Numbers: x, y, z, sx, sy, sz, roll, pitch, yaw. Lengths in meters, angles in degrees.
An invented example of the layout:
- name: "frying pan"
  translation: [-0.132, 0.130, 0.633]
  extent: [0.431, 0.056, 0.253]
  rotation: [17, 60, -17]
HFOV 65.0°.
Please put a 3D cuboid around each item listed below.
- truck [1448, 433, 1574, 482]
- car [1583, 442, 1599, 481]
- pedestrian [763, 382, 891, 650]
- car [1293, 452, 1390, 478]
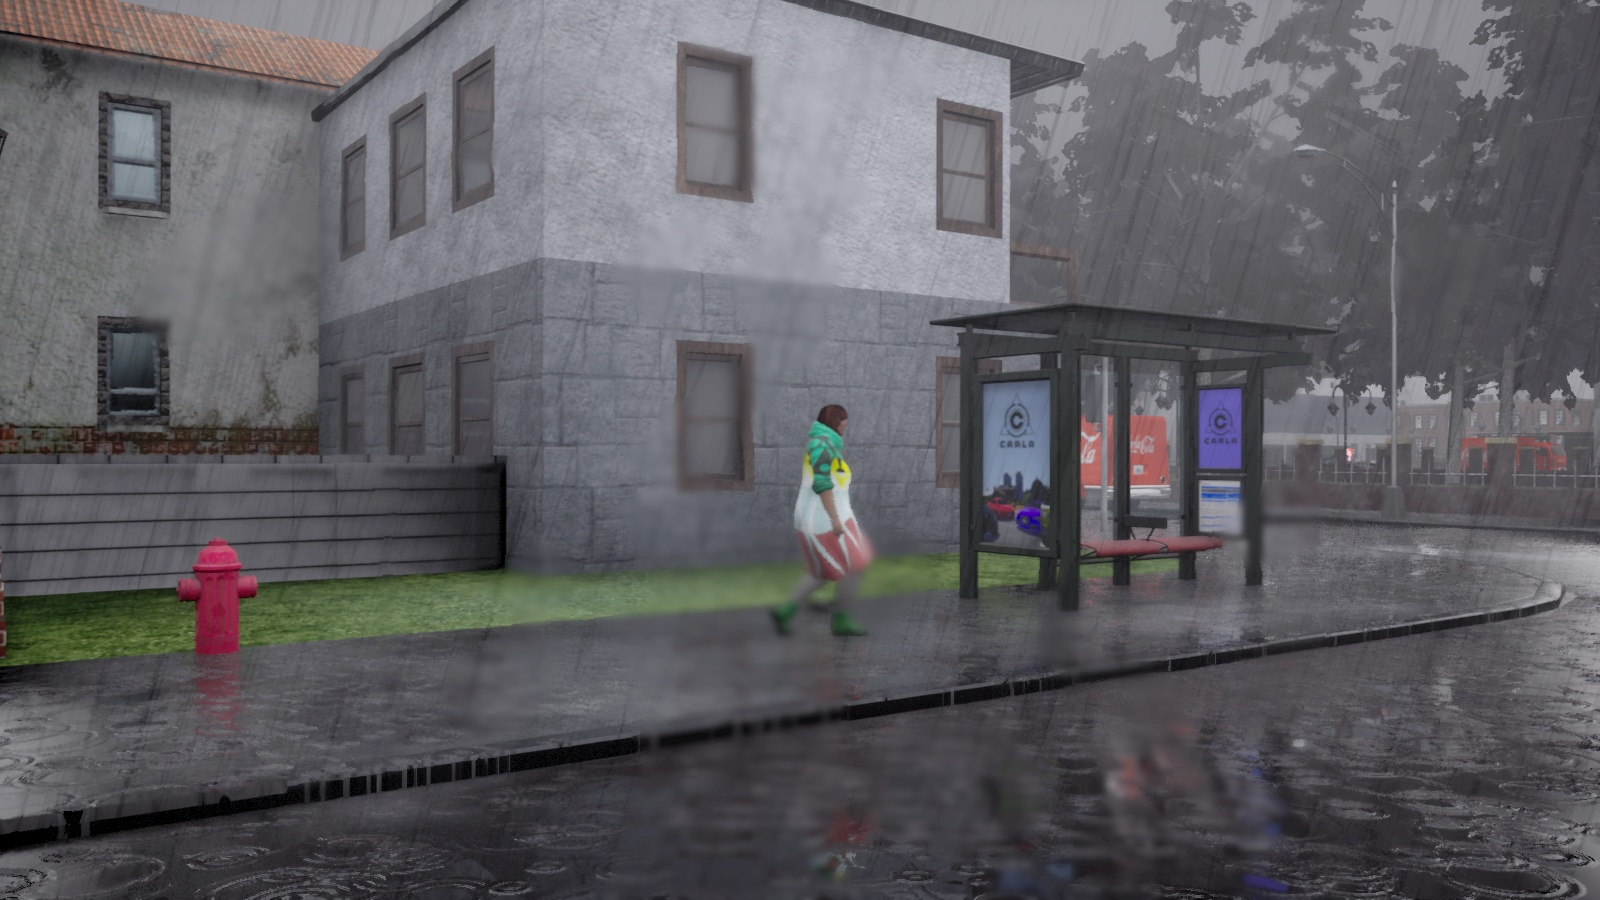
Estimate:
- name: "truck"
  translation: [37.640, 0.397, 66.580]
  extent: [2.627, 2.467, 5.204]
  rotation: [0, 0, -35]
- name: "car"
  translation: [43.860, 0.588, 64.722]
  extent: [2.150, 2.045, 5.566]
  rotation: [0, 0, -35]
- name: "pedestrian"
  translation: [0.190, 0.482, 9.519]
  extent: [0.873, 1.952, 0.659]
  rotation: [0, 0, -7]
- name: "car"
  translation: [32.065, 0.871, 74.447]
  extent: [2.128, 1.511, 4.902]
  rotation: [0, 0, -35]
